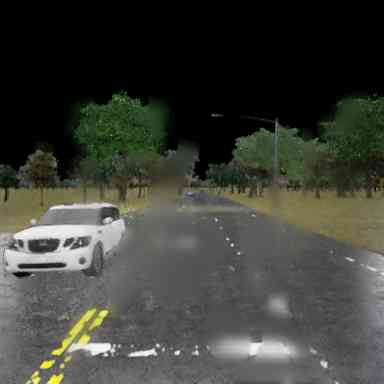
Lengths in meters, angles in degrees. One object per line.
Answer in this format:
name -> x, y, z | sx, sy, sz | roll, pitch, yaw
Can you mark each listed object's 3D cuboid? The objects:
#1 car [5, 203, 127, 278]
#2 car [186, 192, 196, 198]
car -> -3.562, 1.379, 10.625 | 2.150, 2.045, 5.566 | -2, -3, 0
car -> -0.251, 0.654, 87.408 | 1.882, 1.535, 5.008 | 0, 1, 9
